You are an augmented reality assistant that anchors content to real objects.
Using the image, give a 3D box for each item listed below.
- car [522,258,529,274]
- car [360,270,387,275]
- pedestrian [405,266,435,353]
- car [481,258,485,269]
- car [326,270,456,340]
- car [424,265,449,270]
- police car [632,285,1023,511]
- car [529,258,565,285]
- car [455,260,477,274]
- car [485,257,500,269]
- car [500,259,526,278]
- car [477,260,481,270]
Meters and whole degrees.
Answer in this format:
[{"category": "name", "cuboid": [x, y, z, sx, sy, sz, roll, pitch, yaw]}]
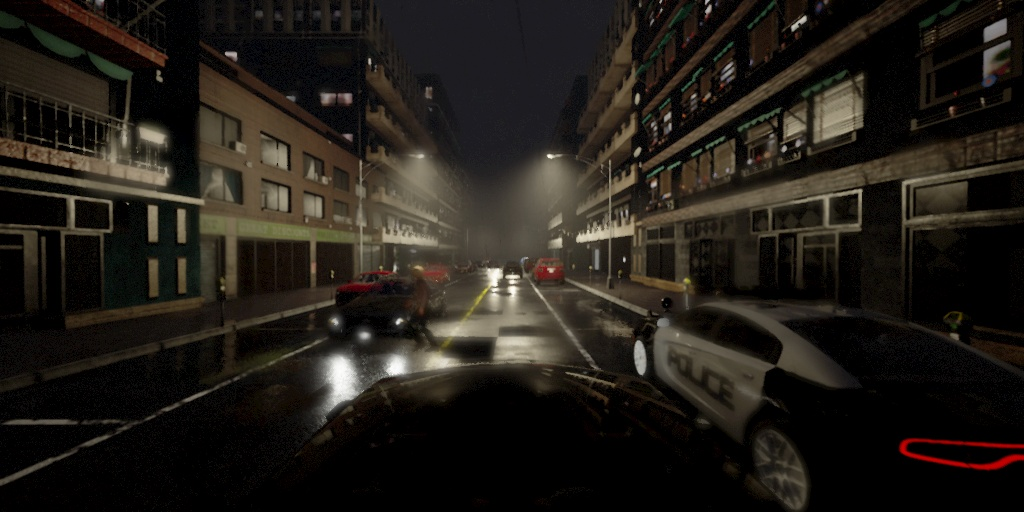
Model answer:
[{"category": "car", "cuboid": [2.669, 1.137, 43.463, 2.192, 1.841, 5.009, 0, 0, 0]}, {"category": "car", "cuboid": [-5.699, 1.313, 15.039, 1.888, 1.381, 4.507, 0, 0, 0]}, {"category": "pedestrian", "cuboid": [-1.874, 1.051, 7.328, 0.375, 1.860, 0.375, -1, 1, 0]}, {"category": "car", "cuboid": [-5.720, 1.427, 60.516, 1.948, 1.339, 4.313, 0, 0, 0]}, {"category": "car", "cuboid": [-3.106, 1.308, 10.228, 2.033, 1.411, 5.357, 0, 0, 0]}, {"category": "car", "cuboid": [-5.704, 1.334, 26.408, 1.888, 1.381, 4.507, 0, 0, 0]}, {"category": "police car", "cuboid": [2.999, 1.179, 4.334, 1.930, 1.638, 5.238, 0, 0, 0]}, {"category": "car", "cuboid": [2.677, 1.103, 26.409, 2.192, 1.841, 5.009, 0, 0, 0]}, {"category": "car", "cuboid": [-5.712, 1.263, 43.462, 1.967, 1.591, 4.097, 0, 0, 0]}, {"category": "car", "cuboid": [-3.059, 1.386, 60.273, 1.812, 1.442, 4.674, 0, 0, 1]}, {"category": "car", "cuboid": [0.077, 1.309, 34.641, 1.837, 1.490, 4.892, 0, 0, 0]}, {"category": "car", "cuboid": [-5.715, 1.380, 49.147, 1.888, 1.381, 4.507, 0, 0, 0]}]
